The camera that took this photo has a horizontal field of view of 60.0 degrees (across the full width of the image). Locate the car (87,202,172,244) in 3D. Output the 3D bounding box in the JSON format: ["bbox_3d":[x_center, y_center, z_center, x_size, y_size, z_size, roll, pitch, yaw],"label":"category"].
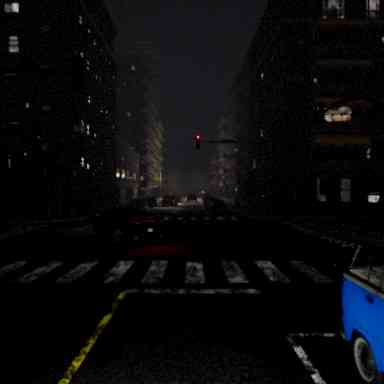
[{"bbox_3d":[-3.233,1.394,15.511,1.882,1.535,5.008,1,-1,-38],"label":"car"}]

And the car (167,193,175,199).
[{"bbox_3d":[-5.679,1.087,90.164,1.752,1.417,4.829,0,0,0],"label":"car"}]

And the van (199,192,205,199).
[{"bbox_3d":[2.701,0.902,90.319,1.690,1.788,3.998,-1,0,0],"label":"van"}]

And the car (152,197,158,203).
[{"bbox_3d":[-5.687,1.328,46.147,1.947,1.339,4.313,0,0,0],"label":"car"}]

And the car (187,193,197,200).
[{"bbox_3d":[0.016,1.015,74.547,1.994,1.385,4.181,0,0,0],"label":"car"}]

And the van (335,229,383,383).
[{"bbox_3d":[2.683,1.326,2.691,1.690,1.788,3.998,0,0,0],"label":"van"}]

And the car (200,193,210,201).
[{"bbox_3d":[2.695,1.281,51.656,1.887,1.381,4.507,0,0,0],"label":"car"}]

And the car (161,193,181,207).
[{"bbox_3d":[-3.076,1.116,45.761,2.097,1.767,4.553,0,0,0],"label":"car"}]

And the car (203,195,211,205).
[{"bbox_3d":[2.693,1.355,40.609,1.947,1.339,4.313,0,0,0],"label":"car"}]

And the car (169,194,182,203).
[{"bbox_3d":[-3.024,1.182,61.577,2.128,1.511,4.902,0,0,1],"label":"car"}]

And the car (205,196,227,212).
[{"bbox_3d":[2.692,1.398,35.086,1.802,1.307,4.206,0,0,0],"label":"car"}]

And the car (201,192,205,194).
[{"bbox_3d":[3.163,1.196,65.653,1.812,1.442,4.674,0,0,0],"label":"car"}]

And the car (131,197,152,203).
[{"bbox_3d":[-5.689,1.382,35.100,1.947,1.339,4.313,0,0,0],"label":"car"}]

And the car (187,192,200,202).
[{"bbox_3d":[0.013,1.021,66.143,2.097,1.767,4.553,0,0,0],"label":"car"}]
